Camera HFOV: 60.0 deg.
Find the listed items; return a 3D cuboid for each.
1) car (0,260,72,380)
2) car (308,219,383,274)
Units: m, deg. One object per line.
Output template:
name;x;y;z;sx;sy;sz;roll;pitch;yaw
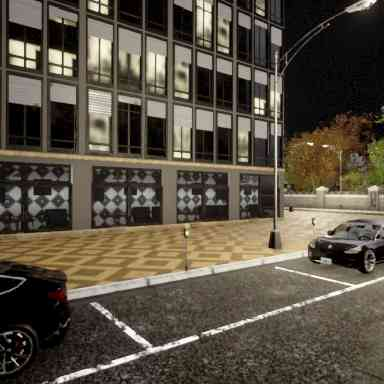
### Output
car;-3.684;1.566;3.930;4.313;1.339;1.947;0;0;-36
car;5.544;1.566;10.618;4.313;1.339;1.947;0;0;-36
